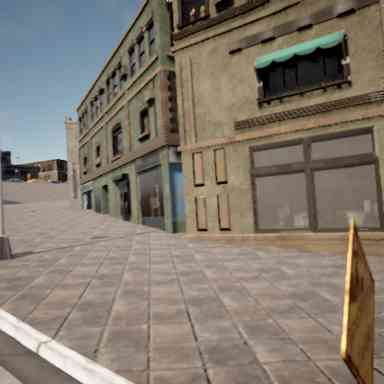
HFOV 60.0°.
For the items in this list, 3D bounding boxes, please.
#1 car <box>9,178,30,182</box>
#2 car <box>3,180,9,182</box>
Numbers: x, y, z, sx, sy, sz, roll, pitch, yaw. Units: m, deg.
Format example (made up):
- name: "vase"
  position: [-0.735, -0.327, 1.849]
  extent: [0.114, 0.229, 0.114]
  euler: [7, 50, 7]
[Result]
- name: "car"
  position: [-44.117, -2.670, 83.591]
  extent: [2.002, 1.452, 4.674]
  euler: [-5, -3, 32]
- name: "car"
  position: [-47.092, -2.716, 78.908]
  extent: [2.231, 1.521, 4.892]
  euler: [-6, -3, 33]
